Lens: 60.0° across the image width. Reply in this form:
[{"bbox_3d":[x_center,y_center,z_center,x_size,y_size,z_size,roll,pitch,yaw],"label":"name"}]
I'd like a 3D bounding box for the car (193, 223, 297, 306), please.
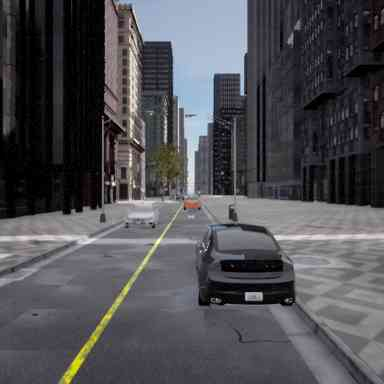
[{"bbox_3d":[1.036,1.507,8.006,1.837,1.490,4.892,0,0,0],"label":"car"}]

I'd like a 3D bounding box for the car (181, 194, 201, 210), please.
[{"bbox_3d":[0.005,1.377,42.611,2.097,1.767,4.553,0,0,-1],"label":"car"}]

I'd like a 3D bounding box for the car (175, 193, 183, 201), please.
[{"bbox_3d":[-3.175,1.351,89.144,2.150,2.045,5.566,0,0,0],"label":"car"}]

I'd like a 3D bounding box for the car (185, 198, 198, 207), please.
[{"bbox_3d":[-0.103,1.604,52.584,1.994,1.385,4.181,0,0,0],"label":"car"}]

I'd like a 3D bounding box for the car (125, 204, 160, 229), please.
[{"bbox_3d":[-3.142,1.532,21.770,1.812,1.442,4.674,0,0,0],"label":"car"}]
